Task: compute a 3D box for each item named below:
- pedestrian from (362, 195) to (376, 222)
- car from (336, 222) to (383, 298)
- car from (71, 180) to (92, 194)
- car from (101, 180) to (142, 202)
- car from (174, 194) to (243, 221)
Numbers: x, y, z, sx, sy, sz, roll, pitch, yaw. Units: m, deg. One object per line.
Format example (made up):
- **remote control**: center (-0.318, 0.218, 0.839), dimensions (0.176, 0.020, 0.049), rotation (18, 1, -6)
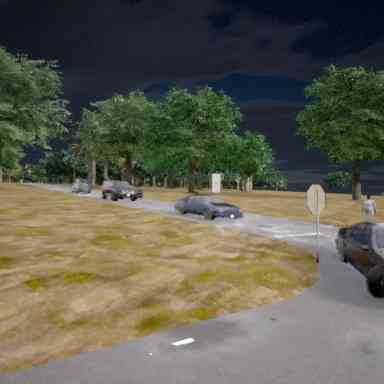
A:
- **pedestrian**: center (9.767, 1.052, 18.456), dimensions (0.375, 1.860, 0.375), rotation (5, -3, -32)
- **car**: center (5.184, 1.541, 8.614), dimensions (2.033, 1.411, 5.357), rotation (2, 2, 11)
- **car**: center (-15.409, -0.524, 46.388), dimensions (1.837, 1.490, 4.892), rotation (2, 1, -32)
- **car**: center (-7.465, -0.143, 33.754), dimensions (2.150, 2.045, 5.566), rotation (2, 1, -32)
- **car**: center (0.836, 0.870, 20.668), dimensions (2.033, 1.411, 5.357), rotation (2, 2, -32)
